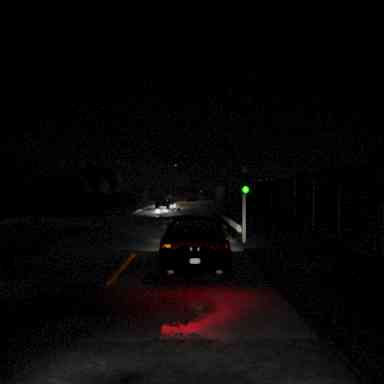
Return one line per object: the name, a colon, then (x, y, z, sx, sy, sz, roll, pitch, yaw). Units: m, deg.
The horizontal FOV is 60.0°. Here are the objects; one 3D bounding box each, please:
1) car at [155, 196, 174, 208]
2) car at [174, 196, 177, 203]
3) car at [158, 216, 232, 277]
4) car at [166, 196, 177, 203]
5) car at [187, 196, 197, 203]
car: (-4.087, 1.432, 46.735, 2.128, 1.511, 4.902, 0, 0, 0)
car: (-4.062, 1.421, 56.216, 2.128, 1.511, 4.902, 0, 0, 0)
car: (0.082, 1.465, 10.276, 1.882, 1.535, 5.008, 0, 0, 0)
car: (-3.988, 1.517, 66.267, 1.895, 1.301, 4.718, 0, 0, 0)
car: (0.012, 1.447, 67.200, 1.812, 1.442, 4.674, 0, 0, 0)
